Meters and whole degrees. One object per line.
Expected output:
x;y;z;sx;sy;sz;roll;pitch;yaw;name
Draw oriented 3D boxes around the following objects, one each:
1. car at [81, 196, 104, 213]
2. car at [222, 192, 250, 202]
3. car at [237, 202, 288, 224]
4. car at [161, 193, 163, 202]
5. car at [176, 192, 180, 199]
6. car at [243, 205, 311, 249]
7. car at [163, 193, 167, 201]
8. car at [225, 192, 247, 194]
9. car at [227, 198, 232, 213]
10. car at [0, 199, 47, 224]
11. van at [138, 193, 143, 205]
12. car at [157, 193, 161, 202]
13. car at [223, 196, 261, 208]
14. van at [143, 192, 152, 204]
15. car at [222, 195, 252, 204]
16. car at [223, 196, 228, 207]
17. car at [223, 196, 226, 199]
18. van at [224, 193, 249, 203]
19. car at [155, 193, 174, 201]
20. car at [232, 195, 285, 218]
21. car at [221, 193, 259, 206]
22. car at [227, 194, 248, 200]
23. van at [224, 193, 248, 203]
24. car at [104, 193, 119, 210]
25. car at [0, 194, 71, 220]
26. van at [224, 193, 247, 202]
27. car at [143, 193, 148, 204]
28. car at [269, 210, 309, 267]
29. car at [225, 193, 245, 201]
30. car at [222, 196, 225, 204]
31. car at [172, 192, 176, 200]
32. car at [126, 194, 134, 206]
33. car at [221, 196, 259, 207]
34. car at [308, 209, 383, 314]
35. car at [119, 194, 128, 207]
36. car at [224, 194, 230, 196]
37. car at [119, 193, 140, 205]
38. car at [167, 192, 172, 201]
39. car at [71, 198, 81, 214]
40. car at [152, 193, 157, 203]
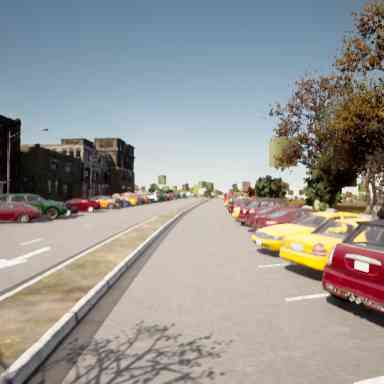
-12.189;1.425;35.119;5.008;1.535;2.097;-1;0;-16;car
9.830;1.159;74.326;5.566;2.045;2.435;1;0;-14;car
5.174;1.465;18.114;4.674;1.452;2.002;1;0;-18;car
-9.113;1.429;68.131;5.008;1.535;2.097;-1;0;-14;car
-6.642;1.429;92.063;5.008;1.535;2.097;-1;0;-14;car
4.823;1.421;12.130;5.366;1.575;1.946;1;0;-18;car
-8.834;1.178;71.107;5.566;2.045;2.435;-1;0;-14;car
6.842;1.291;44.712;4.553;1.767;2.185;1;0;-15;car
5.609;1.422;24.088;5.366;1.575;1.946;1;0;-17;car
-12.907;1.461;23.055;4.674;1.452;2.002;-1;0;-18;car
-10.516;1.202;53.197;4.442;1.987;1.878;-1;0;-14;van
-9.444;1.179;65.130;5.566;2.045;2.435;-1;0;-14;car
7.133;1.417;47.675;4.892;1.521;2.231;1;0;-15;car
-9.916;1.203;59.192;4.442;1.987;1.878;-1;0;-14;van
8.421;1.407;62.423;5.366;1.575;1.946;1;0;-14;car
5.750;1.421;29.946;5.008;1.535;2.097;1;0;-16;car
5.916;1.449;32.886;4.792;1.488;2.163;1;0;-16;car
8.792;1.184;65.399;4.442;1.987;1.878;1;0;-14;van
-7.239;1.303;86.075;4.553;1.767;2.185;-1;0;-14;car
5.268;1.298;21.065;4.553;1.767;2.185;1;0;-17;car
7.737;1.163;53.598;5.566;2.045;2.435;1;0;-14;car
5.618;1.297;26.993;4.553;1.767;2.185;1;0;-17;car
9.091;1.184;68.362;4.442;1.987;1.878;1;0;-14;van
-11.704;1.302;41.147;4.553;1.767;2.185;-1;0;-16;car
-12.737;1.171;26.090;5.566;2.045;2.435;-1;0;-17;car
9.389;1.183;71.325;4.442;1.987;1.878;1;0;-14;van
-10.354;1.460;56.152;4.792;1.488;2.163;-1;0;-14;car
5.106;1.427;9.293;5.366;1.575;1.946;1;0;-19;car
10.737;1.282;83.205;4.553;1.767;2.185;1;0;-14;car
6.183;1.449;35.869;4.792;1.488;2.163;1;0;-16;car
-7.559;1.177;83.095;5.566;2.045;2.435;-1;0;-14;car
-11.209;1.429;47.166;5.008;1.535;2.097;-1;0;-15;car
7.241;1.410;50.580;5.366;1.575;1.946;1;0;-14;car
4.851;1.303;6.263;4.553;1.767;2.185;1;0;-19;car
-11.458;1.429;44.157;4.892;1.521;2.231;-1;0;-15;car
6.607;1.417;41.765;5.008;1.535;2.097;1;0;-15;car
-11.095;1.429;50.112;5.366;1.575;1.946;-1;0;-15;car
-8.173;1.177;77.112;5.566;2.045;2.435;-1;0;-14;car
-12.595;1.424;29.095;5.008;1.535;2.097;-1;0;-17;car
-9.722;1.430;62.152;5.008;1.535;2.097;-1;0;-14;car
